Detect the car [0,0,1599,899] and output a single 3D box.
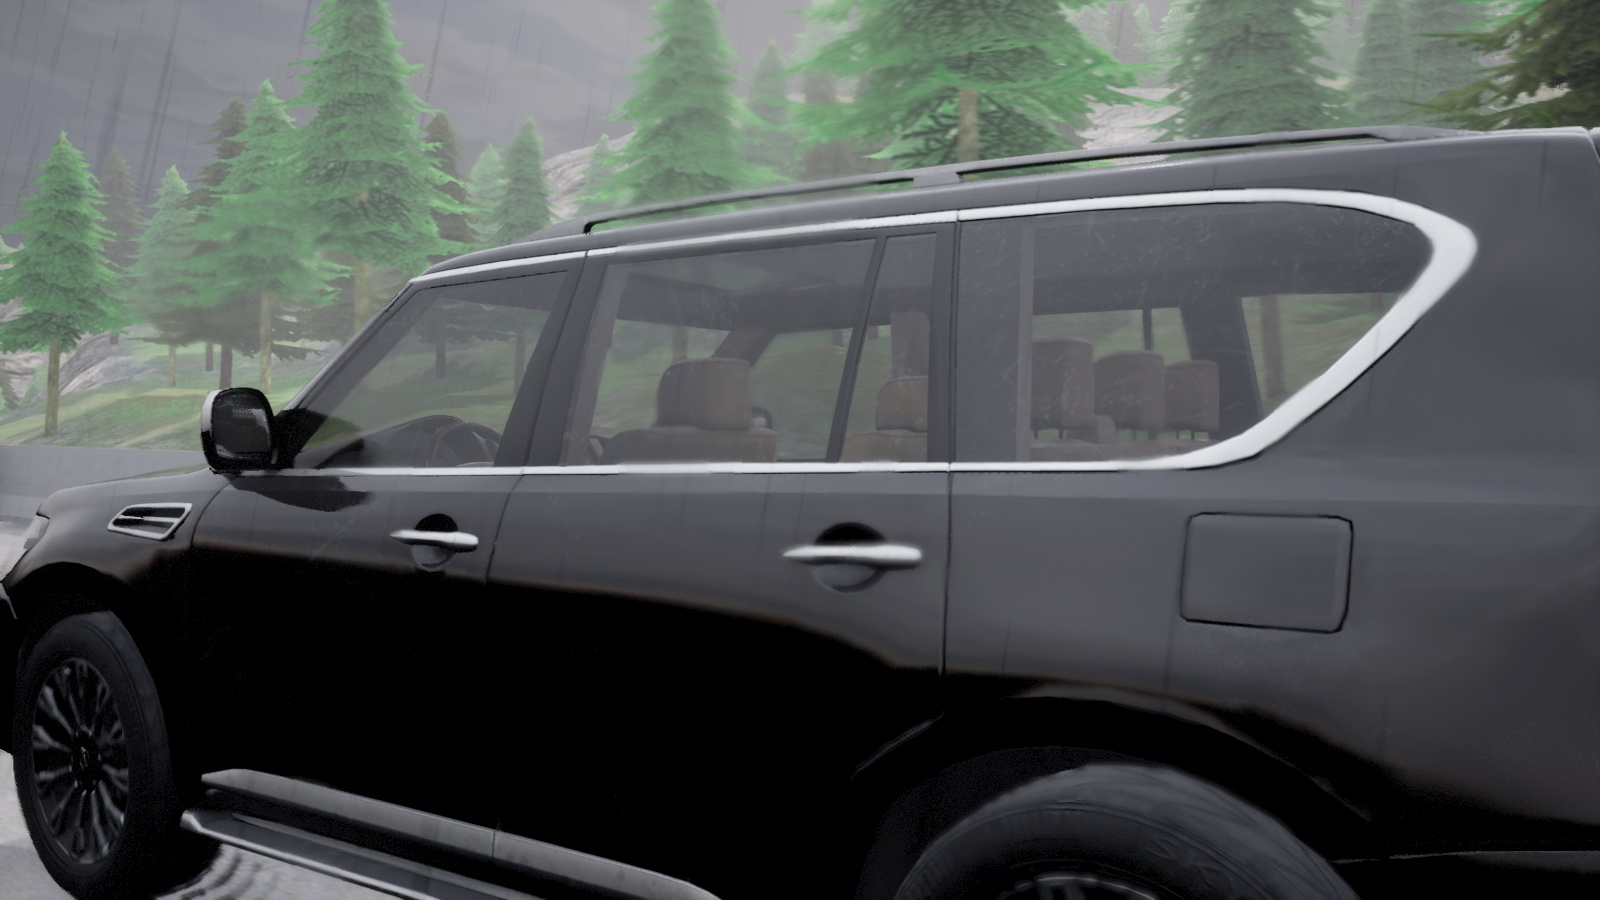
[{"bbox_3d":[-0.148,0.408,3.725,5.566,2.045,2.150,0,1,34],"label":"car"}]
